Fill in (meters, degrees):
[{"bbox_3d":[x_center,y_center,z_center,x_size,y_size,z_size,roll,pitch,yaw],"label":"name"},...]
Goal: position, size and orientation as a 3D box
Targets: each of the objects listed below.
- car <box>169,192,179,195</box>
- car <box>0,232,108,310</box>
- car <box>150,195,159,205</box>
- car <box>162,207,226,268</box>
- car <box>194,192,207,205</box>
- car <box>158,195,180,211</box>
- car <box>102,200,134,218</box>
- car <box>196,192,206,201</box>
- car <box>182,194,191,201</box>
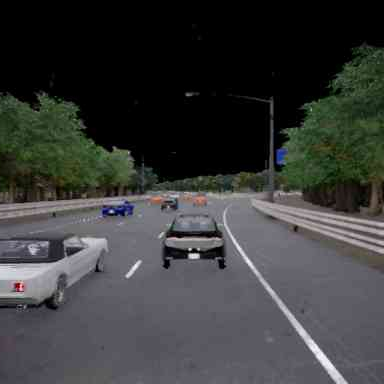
[{"bbox_3d":[-4.746,1.065,86.867,2.150,2.045,5.566,0,0,1],"label":"car"},{"bbox_3d":[-3.425,1.597,7.761,1.895,1.301,4.718,0,0,1],"label":"car"},{"bbox_3d":[-5.546,1.231,55.129,2.097,1.767,4.553,0,0,2],"label":"car"},{"bbox_3d":[0.080,1.489,11.270,2.128,1.511,4.902,0,0,1],"label":"car"},{"bbox_3d":[1.355,1.239,54.949,2.097,1.767,4.553,0,0,2],"label":"car"},{"bbox_3d":[-2.597,1.438,40.312,1.837,1.490,4.892,0,0,2],"label":"car"},{"bbox_3d":[-6.463,1.439,29.515,1.882,1.535,5.008,0,0,2],"label":"car"},{"bbox_3d":[2.082,1.071,76.918,2.150,2.045,5.566,0,0,1],"label":"car"},{"bbox_3d":[-1.306,1.197,82.786,2.097,1.767,4.553,0,0,1],"label":"car"}]
